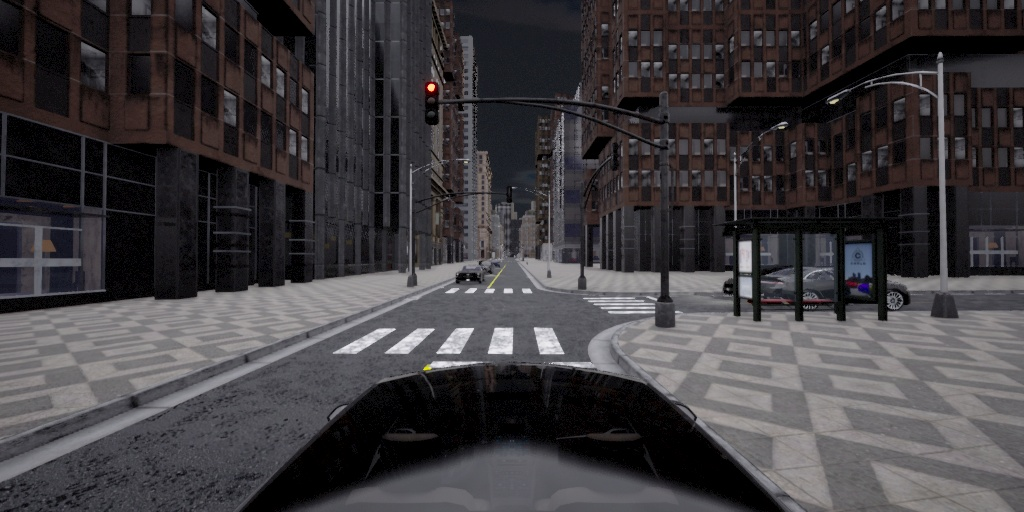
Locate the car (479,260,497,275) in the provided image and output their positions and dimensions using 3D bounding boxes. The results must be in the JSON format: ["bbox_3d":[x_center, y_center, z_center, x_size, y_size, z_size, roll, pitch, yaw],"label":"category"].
[{"bbox_3d":[-3.049,1.262,40.183,1.837,1.490,4.892,0,1,0],"label":"car"}]

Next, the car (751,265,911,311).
[{"bbox_3d":[11.518,1.145,13.103,4.902,1.511,2.128,0,-1,0],"label":"car"}]

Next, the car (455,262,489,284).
[{"bbox_3d":[-3.067,1.358,27.181,1.895,1.301,4.718,0,0,0],"label":"car"}]

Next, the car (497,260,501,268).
[{"bbox_3d":[-2.926,1.314,62.127,2.033,1.411,5.357,0,0,0],"label":"car"}]

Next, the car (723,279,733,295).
[{"bbox_3d":[12.198,1.191,16.173,4.892,1.490,1.837,-2,-1,2],"label":"car"}]
